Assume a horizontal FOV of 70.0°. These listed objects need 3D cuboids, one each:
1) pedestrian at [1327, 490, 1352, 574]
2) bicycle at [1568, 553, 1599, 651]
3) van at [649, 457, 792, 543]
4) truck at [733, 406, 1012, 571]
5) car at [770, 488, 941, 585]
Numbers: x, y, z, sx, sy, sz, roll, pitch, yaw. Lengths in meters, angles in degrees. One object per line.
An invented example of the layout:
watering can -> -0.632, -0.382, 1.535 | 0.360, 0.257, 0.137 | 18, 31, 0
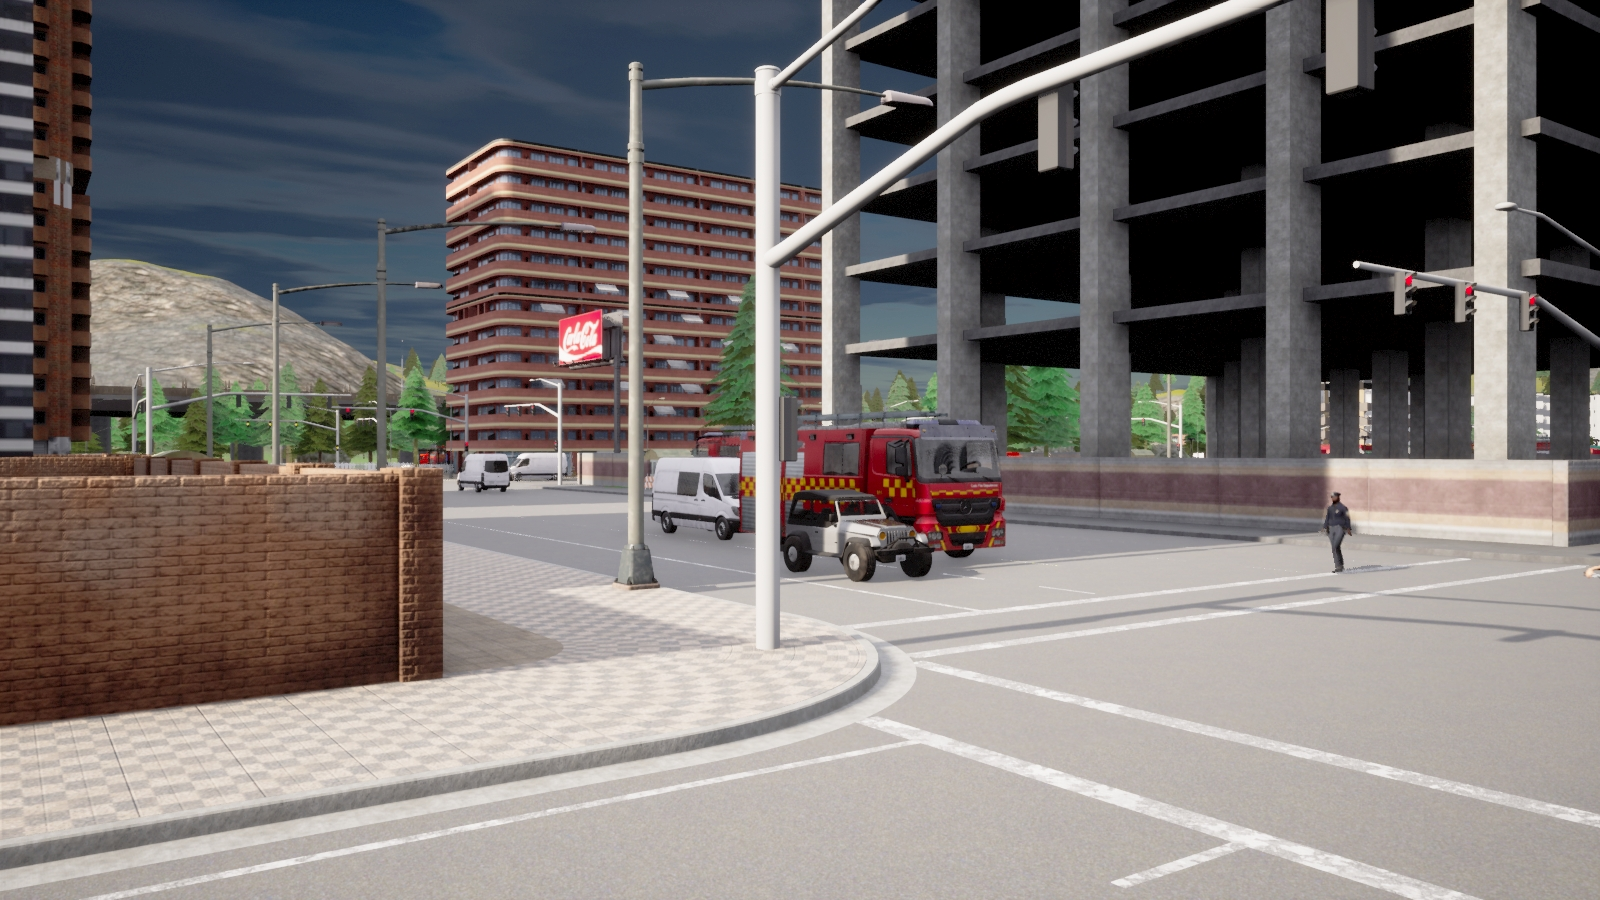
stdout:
pedestrian -> 12.163, 1.847, 25.747 | 0.375, 1.860, 0.375 | 0, 0, -33
bicycle -> 11.769, 2.157, 16.306 | 1.487, 1.276, 0.859 | 0, 0, -35
van -> -2.744, 1.534, 37.625 | 1.988, 2.561, 5.915 | 0, 0, -34
truck -> 1.624, 0.890, 30.842 | 2.891, 3.827, 8.468 | 0, 0, -35
car -> 1.170, 1.856, 25.789 | 1.905, 1.878, 3.866 | 0, 0, -35
